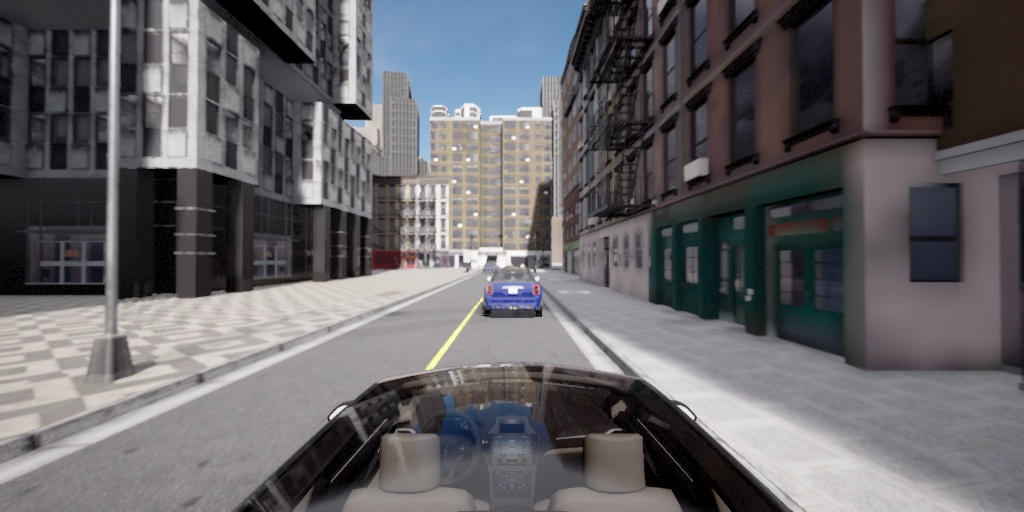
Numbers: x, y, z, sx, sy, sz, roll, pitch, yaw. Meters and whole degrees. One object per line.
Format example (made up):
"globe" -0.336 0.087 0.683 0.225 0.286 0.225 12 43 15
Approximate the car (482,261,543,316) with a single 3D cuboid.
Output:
"car" 0.051 1.215 14.146 2.097 1.767 4.553 0 -1 0
